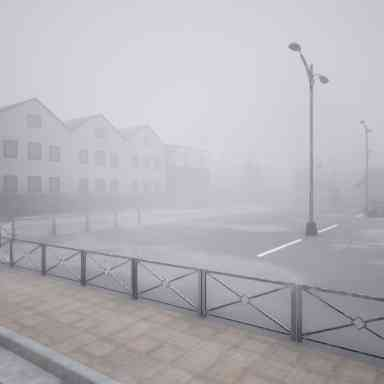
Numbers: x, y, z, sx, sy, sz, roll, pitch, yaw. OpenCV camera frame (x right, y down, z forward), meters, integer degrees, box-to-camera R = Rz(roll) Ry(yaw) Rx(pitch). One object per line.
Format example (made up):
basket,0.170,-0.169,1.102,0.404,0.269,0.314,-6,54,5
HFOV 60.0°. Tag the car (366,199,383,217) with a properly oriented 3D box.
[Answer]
car,15.362,1.298,26.847,2.007,1.523,4.514,0,0,35
